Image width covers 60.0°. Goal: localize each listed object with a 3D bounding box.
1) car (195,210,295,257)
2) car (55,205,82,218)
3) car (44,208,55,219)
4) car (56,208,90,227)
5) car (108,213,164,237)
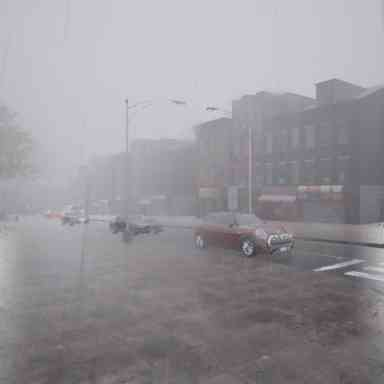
[{"bbox_3d":[2.125,1.639,14.362,2.097,1.767,4.553,0,-2,-36],"label":"car"},{"bbox_3d":[-16.589,2.898,45.705,2.150,2.045,5.566,0,-2,-35],"label":"car"},{"bbox_3d":[-22.713,3.483,54.297,2.097,1.767,4.553,0,-2,-36],"label":"car"},{"bbox_3d":[-11.995,2.682,34.215,2.128,1.511,4.902,0,-2,-35],"label":"car"},{"bbox_3d":[-4.016,2.201,22.981,2.033,1.411,5.357,0,-2,-36],"label":"car"}]
